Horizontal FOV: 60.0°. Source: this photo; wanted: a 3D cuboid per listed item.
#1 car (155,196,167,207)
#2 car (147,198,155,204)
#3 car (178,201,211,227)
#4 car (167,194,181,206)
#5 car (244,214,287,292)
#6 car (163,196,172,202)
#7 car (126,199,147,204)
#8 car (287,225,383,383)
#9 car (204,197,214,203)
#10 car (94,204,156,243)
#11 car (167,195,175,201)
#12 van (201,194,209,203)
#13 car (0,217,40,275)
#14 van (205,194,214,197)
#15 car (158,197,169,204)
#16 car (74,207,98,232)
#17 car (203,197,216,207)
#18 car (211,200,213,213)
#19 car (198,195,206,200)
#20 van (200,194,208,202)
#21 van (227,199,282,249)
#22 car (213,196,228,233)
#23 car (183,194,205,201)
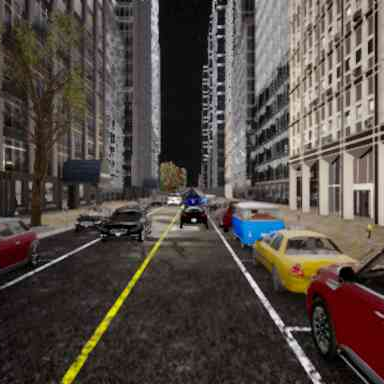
[{"bbox_3d":[-5.628,1.632,54.221,1.947,1.339,4.313,0,0,0],"label":"car"},{"bbox_3d":[-5.649,1.497,37.128,1.967,1.590,4.097,0,0,0],"label":"car"},{"bbox_3d":[0.127,1.566,22.772,1.812,1.442,4.674,0,0,0],"label":"car"},{"bbox_3d":[-2.993,1.288,56.627,2.150,2.045,5.566,0,0,1],"label":"car"},{"bbox_3d":[2.698,1.543,8.791,1.752,1.417,4.829,0,0,0],"label":"car"},{"bbox_3d":[-5.601,1.614,77.015,1.887,1.381,4.507,0,0,0],"label":"car"},{"bbox_3d":[-5.656,1.576,31.257,1.752,1.417,4.829,0,0,0],"label":"car"},{"bbox_3d":[2.691,1.321,2.923,2.192,1.841,5.009,0,0,0],"label":"car"},{"bbox_3d":[2.732,1.609,37.116,2.008,1.369,4.403,0,0,0],"label":"car"},{"bbox_3d":[-3.079,1.535,16.311,1.837,1.490,4.892,0,0,0],"label":"car"},{"bbox_3d":[-5.587,1.617,88.411,2.008,1.369,4.403,0,0,0],"label":"car"},{"bbox_3d":[2.773,1.411,71.305,1.690,1.788,3.998,0,0,0],"label":"van"},{"bbox_3d":[-5.682,1.456,8.634,1.967,1.590,4.097,0,0,0],"label":"car"},{"bbox_3d":[2.746,1.406,48.512,1.690,1.788,3.998,0,0,0],"label":"van"},{"bbox_3d":[-5.614,1.650,65.618,1.802,1.307,4.206,0,0,0],"label":"car"},{"bbox_3d":[-5.669,1.586,20.031,2.008,1.369,4.403,0,0,0],"label":"car"},{"bbox_3d":[2.753,1.612,54.210,1.887,1.381,4.507,0,0,0],"label":"car"},{"bbox_3d":[2.719,1.571,25.886,1.752,1.417,4.829,0,0,0],"label":"car"},{"bbox_3d":[2.800,1.629,94.100,1.947,1.339,4.313,0,0,0],"label":"car"},{"bbox_3d":[2.779,1.411,77.004,1.690,1.788,3.998,0,0,0],"label":"van"},{"bbox_3d":[2.704,1.368,14.319,1.690,1.788,3.998,0,0,0],"label":"van"},{"bbox_3d":[2.711,1.351,20.019,2.192,1.841,5.009,0,0,0],"label":"car"},{"bbox_3d":[0.145,1.277,40.911,2.150,2.045,5.566,0,-1,0],"label":"car"}]
